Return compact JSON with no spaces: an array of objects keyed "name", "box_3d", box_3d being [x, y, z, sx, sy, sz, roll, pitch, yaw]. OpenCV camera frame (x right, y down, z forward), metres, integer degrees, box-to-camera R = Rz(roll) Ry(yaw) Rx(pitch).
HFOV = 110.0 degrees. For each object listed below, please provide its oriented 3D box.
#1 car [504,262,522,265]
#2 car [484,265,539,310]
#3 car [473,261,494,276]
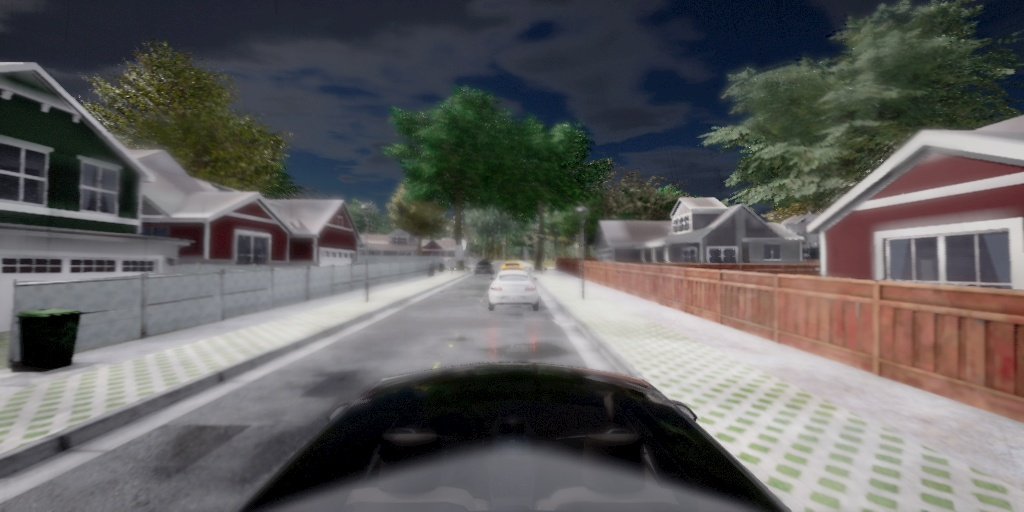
[{"name":"car","box_3d":[0.060,1.211,29.518,1.882,1.535,5.008,0,0,0]},{"name":"car","box_3d":[0.068,1.271,14.466,1.812,1.442,4.674,0,0,0]},{"name":"car","box_3d":[-2.841,1.249,37.172,1.812,1.442,4.674,0,0,0]}]
